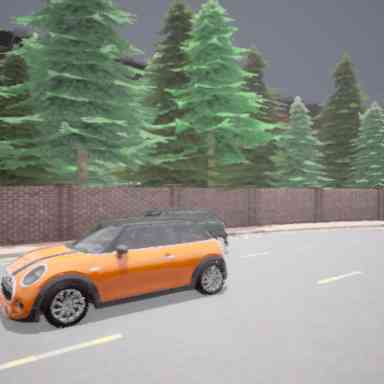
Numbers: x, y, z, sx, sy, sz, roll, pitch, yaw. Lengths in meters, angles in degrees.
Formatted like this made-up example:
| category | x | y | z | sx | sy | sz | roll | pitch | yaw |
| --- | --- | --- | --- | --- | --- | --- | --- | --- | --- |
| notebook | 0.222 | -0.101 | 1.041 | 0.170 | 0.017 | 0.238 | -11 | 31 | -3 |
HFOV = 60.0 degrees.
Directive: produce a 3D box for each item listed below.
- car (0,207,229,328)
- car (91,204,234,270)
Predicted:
| category | x | y | z | sx | sy | sz | roll | pitch | yaw |
| --- | --- | --- | --- | --- | --- | --- | --- | --- | --- |
| car | -1.463 | 1.355 | 7.118 | 4.553 | 1.767 | 2.097 | 0 | 0 | -34 |
| car | -0.961 | 1.359 | 11.653 | 4.553 | 1.767 | 2.097 | 0 | 0 | -33 |
